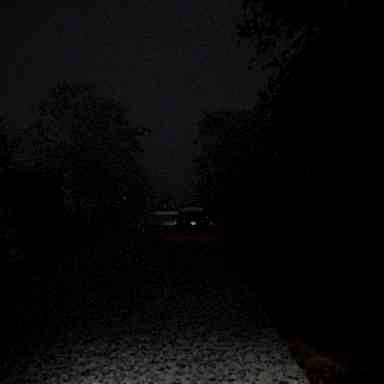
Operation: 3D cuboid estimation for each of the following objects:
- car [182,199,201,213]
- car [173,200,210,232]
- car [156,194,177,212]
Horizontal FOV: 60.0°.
[{"bbox_3d":[-0.018,1.553,36.964,1.994,1.385,4.181,0,0,0],"label":"car"},{"bbox_3d":[0.062,1.439,19.485,1.812,1.442,4.674,0,0,0],"label":"car"},{"bbox_3d":[-2.989,1.232,39.617,2.150,2.045,5.566,0,0,0],"label":"car"}]
